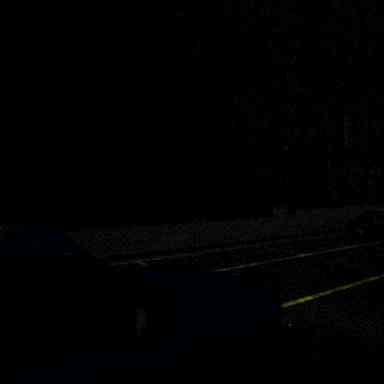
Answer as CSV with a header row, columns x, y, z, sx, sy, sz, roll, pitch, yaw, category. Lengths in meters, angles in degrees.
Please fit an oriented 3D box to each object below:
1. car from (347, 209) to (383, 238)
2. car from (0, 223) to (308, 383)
x,y,z,sx,sy,sz,roll,pitch,yaw,category
9.998,1.567,17.645,4.313,1.339,1.947,0,0,-36,car
-1.596,1.223,2.295,5.566,2.045,2.150,0,0,-35,car
